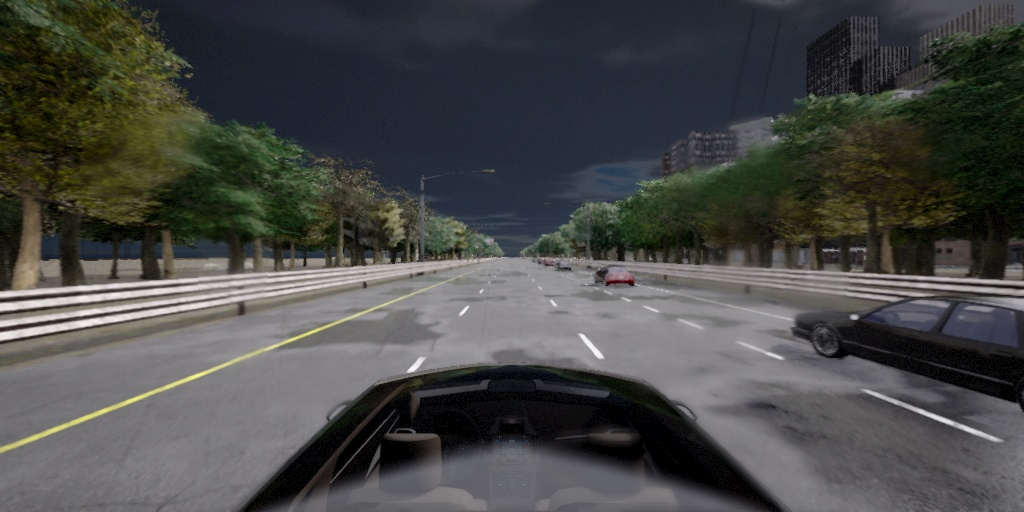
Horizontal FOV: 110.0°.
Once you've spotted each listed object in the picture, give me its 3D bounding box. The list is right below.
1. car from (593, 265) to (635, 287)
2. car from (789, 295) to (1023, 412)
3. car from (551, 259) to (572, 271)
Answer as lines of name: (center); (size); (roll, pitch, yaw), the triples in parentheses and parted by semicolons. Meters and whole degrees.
car: (7.020, 1.335, 24.988); (1.994, 1.385, 4.181); (0, 0, 0)
car: (7.001, 1.299, 5.358); (2.033, 1.411, 5.357); (0, 0, 0)
car: (7.099, 1.345, 50.163); (2.033, 1.411, 5.357); (0, 0, 0)
